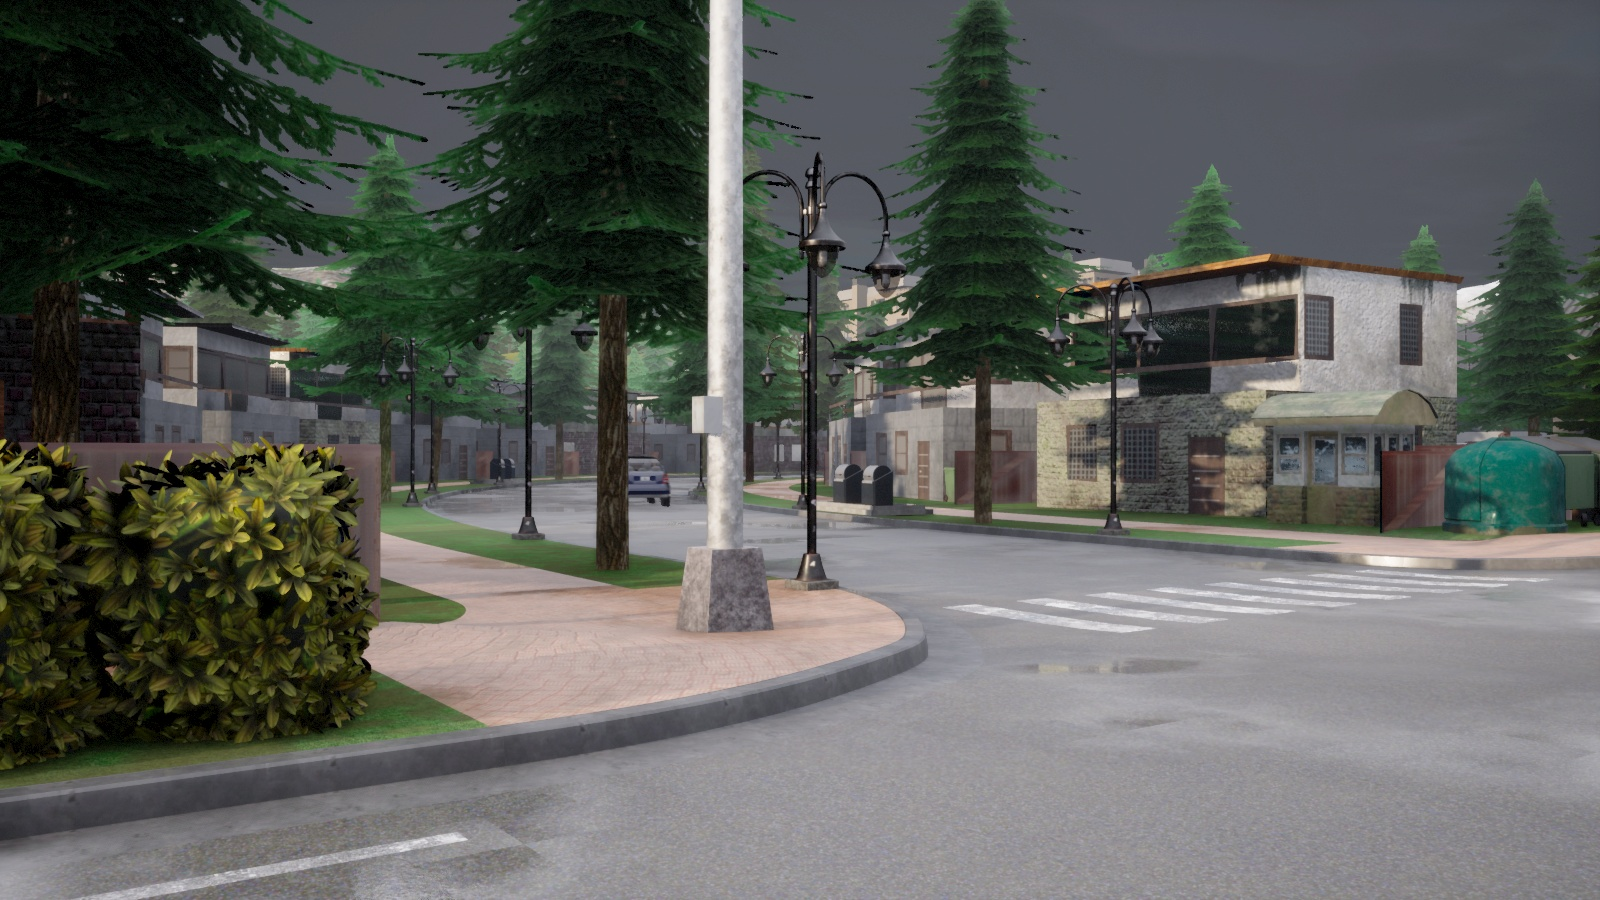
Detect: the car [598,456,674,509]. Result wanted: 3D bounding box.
[{"bbox_3d":[-5.193,0.988,39.504,1.789,1.549,3.705,0,0,-17],"label":"car"}]
